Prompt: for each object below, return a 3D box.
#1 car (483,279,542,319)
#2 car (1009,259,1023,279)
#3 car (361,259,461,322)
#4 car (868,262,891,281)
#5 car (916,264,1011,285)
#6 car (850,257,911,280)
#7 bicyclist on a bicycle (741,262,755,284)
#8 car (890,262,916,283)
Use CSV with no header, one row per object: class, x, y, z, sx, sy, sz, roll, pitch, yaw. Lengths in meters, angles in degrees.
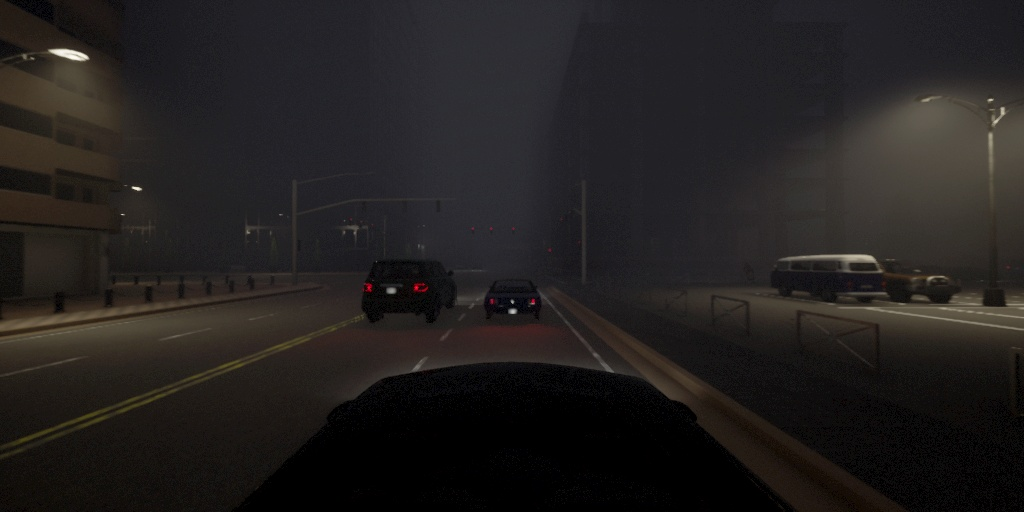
car,0.043,1.499,13.565,1.895,1.301,4.718,0,-1,1
car,52.544,1.337,35.408,5.566,2.045,2.150,0,-1,0
car,-3.464,1.115,13.046,2.150,2.045,5.566,0,0,0
car,42.230,1.685,38.923,4.674,1.442,1.812,0,-1,0
car,39.944,1.619,31.838,5.357,1.411,2.033,0,-1,0
car,44.135,1.426,42.416,5.566,2.045,2.150,0,-1,0
bicyclist on a bicycle,18.337,1.326,27.913,0.582,1.620,1.656,0,-1,0
car,40.951,1.616,35.329,4.892,1.490,1.837,1,-1,0
